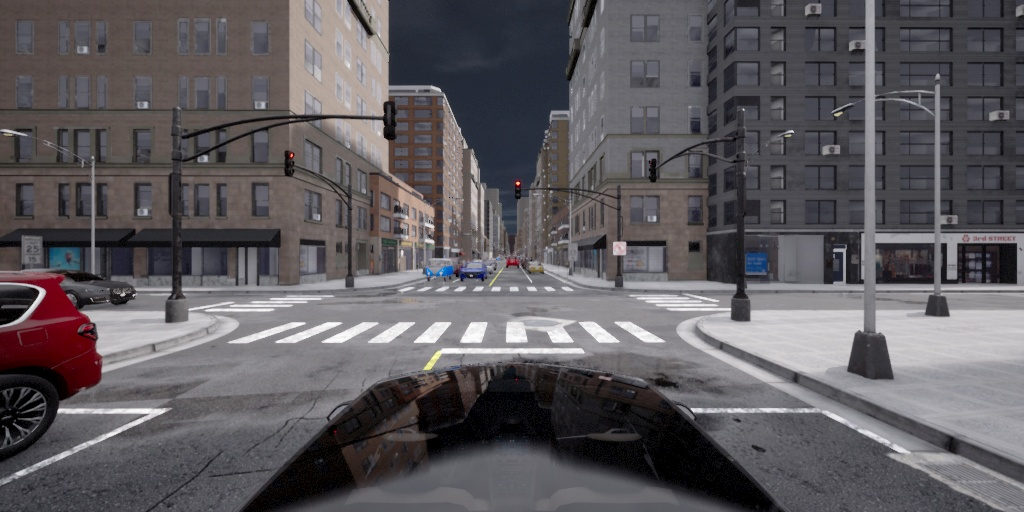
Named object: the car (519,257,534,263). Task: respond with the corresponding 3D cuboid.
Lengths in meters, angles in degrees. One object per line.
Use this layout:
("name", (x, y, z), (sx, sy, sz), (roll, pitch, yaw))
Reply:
("car", (2.688, 1.048, 57.097), (2.192, 1.841, 5.009), (0, 0, 0))

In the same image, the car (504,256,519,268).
("car", (0.121, 0.954, 60.989), (2.150, 2.045, 5.566), (0, 0, 0))

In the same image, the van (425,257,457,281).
("van", (-5.848, 1.084, 29.102), (1.690, 1.789, 3.998), (0, 0, 0))

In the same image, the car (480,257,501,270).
("car", (-3.070, 1.228, 49.607), (2.128, 1.511, 4.902), (0, 0, 0))

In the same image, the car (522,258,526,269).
("car", (2.684, 1.288, 45.908), (2.007, 1.370, 4.403), (0, 0, 0))

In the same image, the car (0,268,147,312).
("car", (-17.571, 1.263, 13.873), (4.892, 1.490, 1.837), (0, 0, -2))

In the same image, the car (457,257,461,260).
("car", (-5.846, 1.056, 34.698), (2.192, 1.841, 5.009), (0, 0, 0))

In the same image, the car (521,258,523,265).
("car", (2.686, 1.301, 51.503), (1.948, 1.339, 4.313), (0, 0, 0))

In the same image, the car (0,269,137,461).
("car", (-5.858, 1.065, 2.154), (2.192, 1.841, 5.009), (0, 0, 0))

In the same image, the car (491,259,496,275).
("car", (-3.085, 1.341, 39.612), (1.895, 1.301, 4.718), (0, 0, 0))

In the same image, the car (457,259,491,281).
("car", (-3.090, 1.220, 29.678), (1.882, 1.535, 5.008), (0, 0, 0))

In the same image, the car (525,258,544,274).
("car", (2.682, 1.265, 40.484), (1.751, 1.417, 4.829), (0, 0, 0))
